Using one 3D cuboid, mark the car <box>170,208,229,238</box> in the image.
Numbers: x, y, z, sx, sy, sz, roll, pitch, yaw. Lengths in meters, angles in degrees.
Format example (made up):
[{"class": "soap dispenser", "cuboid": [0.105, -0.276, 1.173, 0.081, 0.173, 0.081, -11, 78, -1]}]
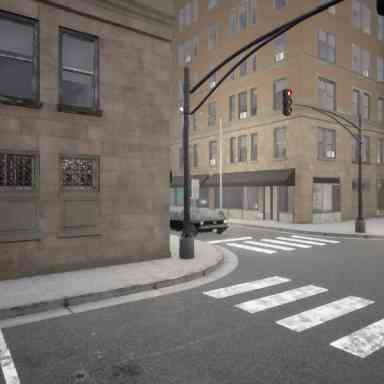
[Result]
[{"class": "car", "cuboid": [-0.197, 1.519, 17.626, 1.895, 1.301, 4.718, 0, 0, -36]}]
